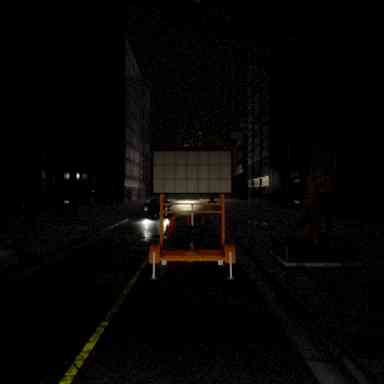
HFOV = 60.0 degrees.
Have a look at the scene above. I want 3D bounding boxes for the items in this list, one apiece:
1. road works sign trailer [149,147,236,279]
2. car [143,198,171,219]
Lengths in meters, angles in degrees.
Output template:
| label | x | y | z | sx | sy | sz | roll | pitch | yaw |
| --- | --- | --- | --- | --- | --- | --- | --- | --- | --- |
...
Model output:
| label | x | y | z | sx | sy | sz | roll | pitch | yaw |
| --- | --- | --- | --- | --- | --- | --- | --- | --- | --- |
| road works sign trailer | 0.009 | 0.464 | 9.982 | 2.380 | 3.560 | 2.880 | 0 | 0 | 0 |
| car | -2.972 | 1.352 | 29.304 | 2.097 | 1.767 | 4.553 | 0 | 0 | 0 |
